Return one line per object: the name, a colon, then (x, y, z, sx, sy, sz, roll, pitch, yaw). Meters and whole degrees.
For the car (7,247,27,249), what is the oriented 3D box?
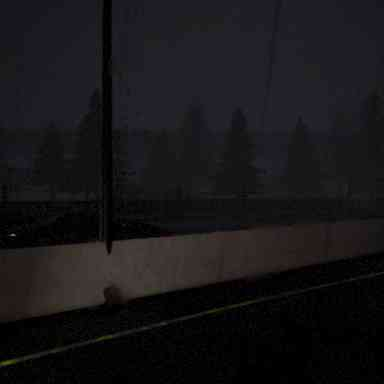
car: (-4.856, 1.470, 13.116, 4.674, 1.442, 1.812, 0, 0, -33)

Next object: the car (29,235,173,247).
car: (-2.611, 1.521, 10.421, 4.181, 1.385, 1.994, 0, 0, -32)
